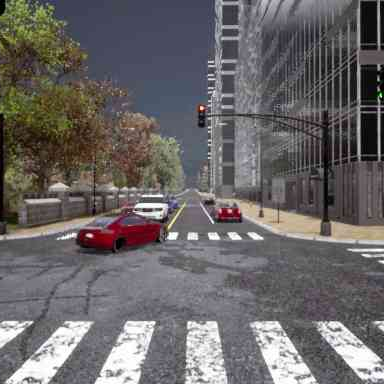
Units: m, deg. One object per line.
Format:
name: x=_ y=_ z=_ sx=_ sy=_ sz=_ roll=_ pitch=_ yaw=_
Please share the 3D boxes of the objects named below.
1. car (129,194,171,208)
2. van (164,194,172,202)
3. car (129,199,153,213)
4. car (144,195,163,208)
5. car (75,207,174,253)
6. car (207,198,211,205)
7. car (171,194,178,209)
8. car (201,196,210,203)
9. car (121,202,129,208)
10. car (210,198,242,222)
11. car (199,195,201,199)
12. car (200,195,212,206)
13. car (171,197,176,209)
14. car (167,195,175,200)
car: x=-3.049 y=1.223 z=25.477 sx=2.150 sy=2.045 sz=5.566 roll=0 pitch=0 yaw=0
van: x=-5.523 y=1.313 z=77.158 sx=1.690 sy=1.788 sz=3.998 roll=0 pitch=0 yaw=0
car: x=-5.610 y=1.553 z=37.376 sx=2.008 sy=1.369 sz=4.403 roll=0 pitch=0 yaw=0
car: x=-5.585 y=1.316 z=48.742 sx=2.192 sy=1.841 sz=5.009 roll=0 pitch=0 yaw=0
car: x=-2.812 y=1.573 z=14.029 sx=1.994 sy=1.385 sz=4.181 roll=0 pitch=0 yaw=30
car: x=2.758 y=1.568 z=31.678 sx=1.947 sy=1.339 sz=4.313 roll=0 pitch=0 yaw=0
car: x=-2.992 y=1.354 z=45.841 sx=2.097 sy=1.767 sz=4.553 roll=0 pitch=0 yaw=0
car: x=2.845 y=1.506 z=71.619 sx=1.752 sy=1.417 sz=4.829 roll=0 pitch=0 yaw=0
car: x=-5.622 y=1.547 z=31.693 sx=1.887 sy=1.381 sz=4.507 roll=0 pitch=0 yaw=0
car: x=2.747 y=1.442 z=25.997 sx=1.967 sy=1.590 sz=4.097 roll=0 pitch=0 yaw=0
car: x=2.820 y=1.434 z=60.083 sx=1.967 sy=1.590 sz=4.097 roll=0 pitch=0 yaw=0
car: x=2.807 y=1.564 z=54.402 sx=1.947 sy=1.339 sz=4.313 roll=0 pitch=0 yaw=0
car: x=-3.023 y=1.528 z=35.631 sx=1.812 sy=1.442 sz=4.674 roll=0 pitch=0 yaw=0
car: x=-5.500 y=1.531 z=88.525 sx=1.802 sy=1.307 sz=4.206 roll=0 pitch=0 yaw=0
